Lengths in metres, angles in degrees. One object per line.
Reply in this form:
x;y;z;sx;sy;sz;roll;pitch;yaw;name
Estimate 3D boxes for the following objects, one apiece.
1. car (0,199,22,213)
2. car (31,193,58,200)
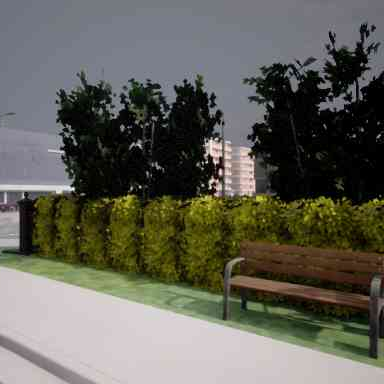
-19.062;1.502;37.544;2.033;1.411;5.357;0;0;35;car
-15.236;1.167;36.874;2.150;2.045;5.566;0;0;36;car
